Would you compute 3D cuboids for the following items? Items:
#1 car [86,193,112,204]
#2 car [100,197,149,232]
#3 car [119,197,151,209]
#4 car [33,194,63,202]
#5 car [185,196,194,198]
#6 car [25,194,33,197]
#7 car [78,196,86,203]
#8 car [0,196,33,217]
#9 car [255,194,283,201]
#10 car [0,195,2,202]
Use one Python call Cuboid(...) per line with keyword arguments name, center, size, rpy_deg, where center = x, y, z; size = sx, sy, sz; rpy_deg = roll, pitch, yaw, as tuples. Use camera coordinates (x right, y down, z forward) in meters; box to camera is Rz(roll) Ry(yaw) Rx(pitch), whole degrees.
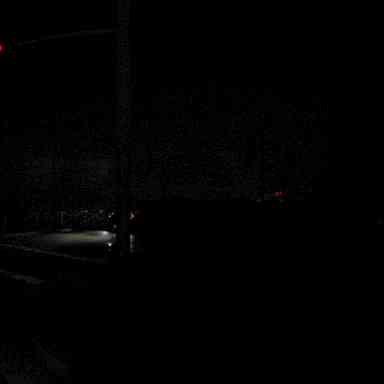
Cuboid(name="car", center=(-15.843, 1.097, 58.987), size=(1.932, 1.855, 4.605), rpy_deg=(0, 0, 35))
Cuboid(name="car", center=(-3.022, 1.352, 20.539), size=(2.097, 1.767, 4.553), rpy_deg=(0, 0, 35))
Cuboid(name="car", center=(-7.473, 1.384, 43.804), size=(1.970, 1.475, 3.806), rpy_deg=(0, 0, 35))
Cuboid(name="car", center=(-28.897, 1.153, 67.720), size=(2.152, 1.636, 5.027), rpy_deg=(0, 0, 35))
Cuboid(name="car", center=(-0.753, 1.374, 48.140), size=(1.845, 1.501, 3.633), rpy_deg=(0, 0, 35))
Cuboid(name="car", center=(-34.322, 1.232, 71.163), size=(1.970, 1.475, 3.806), rpy_deg=(0, 0, 35))
Cuboid(name="car", center=(-18.453, 1.077, 60.329), size=(1.905, 1.878, 3.866), rpy_deg=(0, 0, 35))
Cuboid(name="car", center=(-15.785, 1.339, 26.883), size=(2.007, 1.523, 4.514), rpy_deg=(0, 0, 35))
Cuboid(name="car", center=(8.450, 1.221, 37.024), size=(2.150, 2.045, 5.566), rpy_deg=(0, 0, 35))
Cuboid(name="car", center=(-41.384, 1.298, 67.525), size=(2.007, 1.523, 4.514), rpy_deg=(0, 0, 35))
